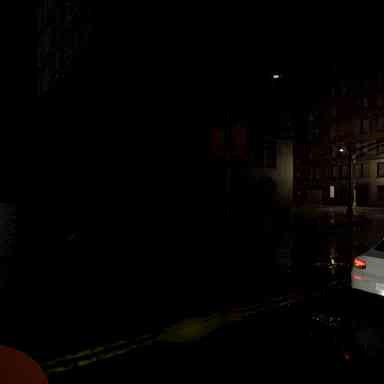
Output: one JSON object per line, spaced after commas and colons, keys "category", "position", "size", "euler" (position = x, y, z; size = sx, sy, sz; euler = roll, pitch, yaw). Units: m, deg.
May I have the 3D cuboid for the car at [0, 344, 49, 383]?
{"category": "car", "position": [-3.161, 1.477, 1.190], "size": [5.008, 1.535, 1.882], "euler": [0, 0, -35]}

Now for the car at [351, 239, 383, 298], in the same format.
{"category": "car", "position": [5.271, 1.528, 7.195], "size": [4.674, 1.442, 1.812], "euler": [0, 0, -35]}
